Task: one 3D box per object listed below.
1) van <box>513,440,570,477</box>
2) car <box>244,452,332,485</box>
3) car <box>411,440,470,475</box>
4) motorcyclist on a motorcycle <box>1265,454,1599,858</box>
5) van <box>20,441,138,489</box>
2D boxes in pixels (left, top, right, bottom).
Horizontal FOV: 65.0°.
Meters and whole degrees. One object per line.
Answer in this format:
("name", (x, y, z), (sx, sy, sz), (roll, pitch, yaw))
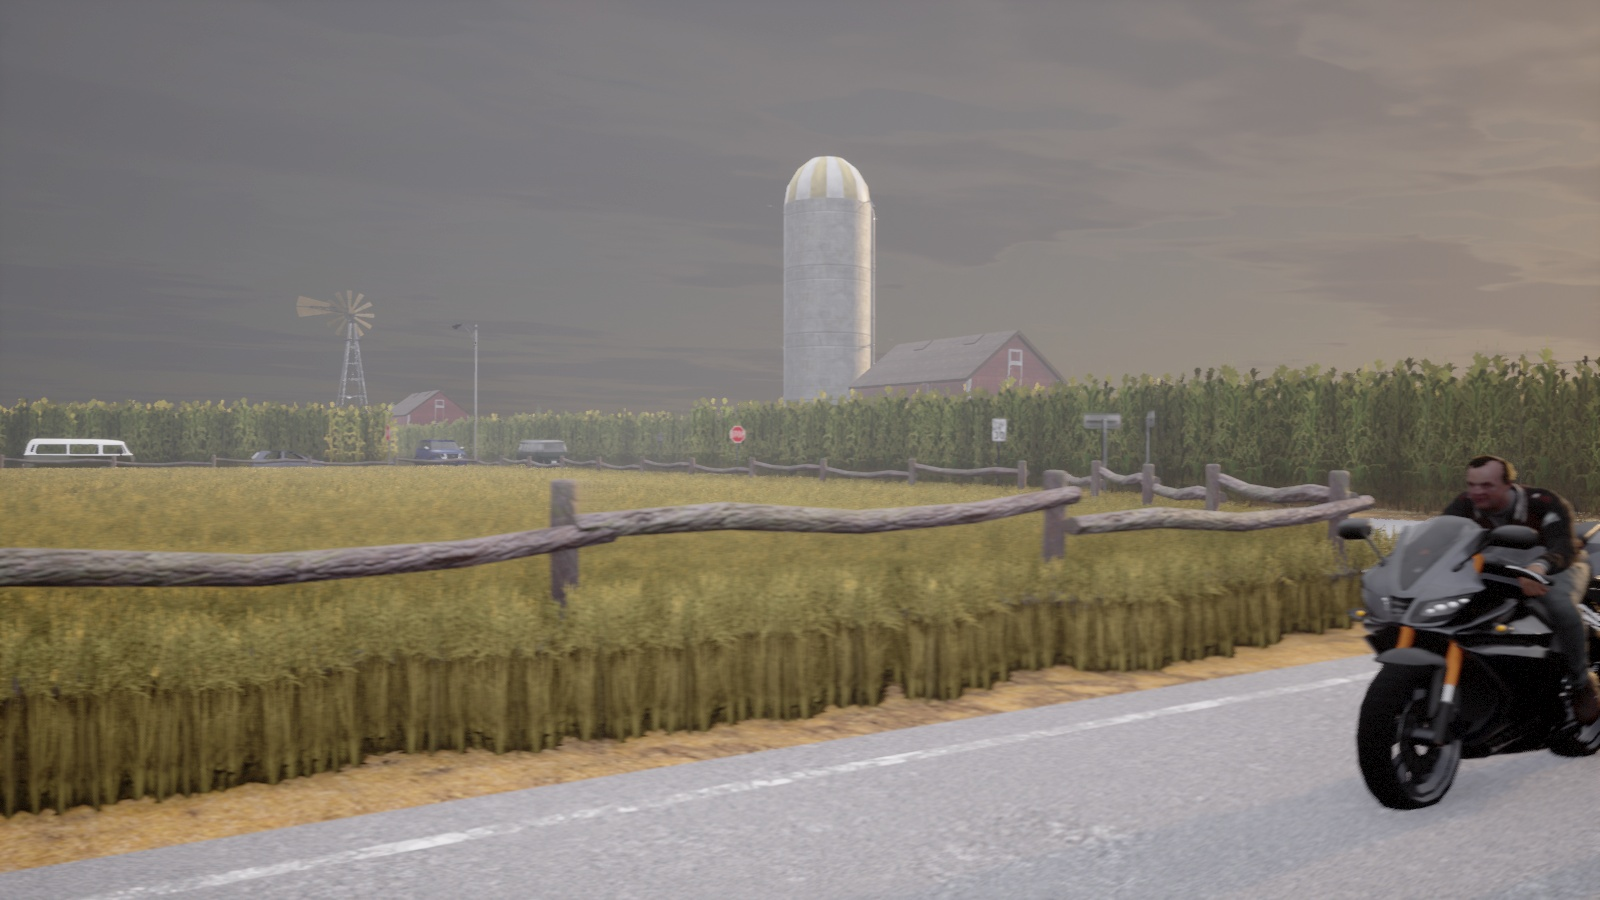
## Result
("van", (-14.801, 0.454, 71.656), (1.775, 1.987, 4.442), (-1, 1, -31))
("car", (-24.507, 0.882, 60.135), (3.633, 1.501, 1.845), (-1, 0, -31))
("car", (-22.440, 0.442, 78.286), (2.150, 2.045, 5.566), (0, 0, -31))
("motorcyclist on a motorcycle", (3.177, 0.787, 5.767), (2.191, 1.530, 0.866), (0, 0, -36))
("van", (-31.908, 0.648, 55.611), (4.480, 2.038, 2.069), (0, 0, -31))
